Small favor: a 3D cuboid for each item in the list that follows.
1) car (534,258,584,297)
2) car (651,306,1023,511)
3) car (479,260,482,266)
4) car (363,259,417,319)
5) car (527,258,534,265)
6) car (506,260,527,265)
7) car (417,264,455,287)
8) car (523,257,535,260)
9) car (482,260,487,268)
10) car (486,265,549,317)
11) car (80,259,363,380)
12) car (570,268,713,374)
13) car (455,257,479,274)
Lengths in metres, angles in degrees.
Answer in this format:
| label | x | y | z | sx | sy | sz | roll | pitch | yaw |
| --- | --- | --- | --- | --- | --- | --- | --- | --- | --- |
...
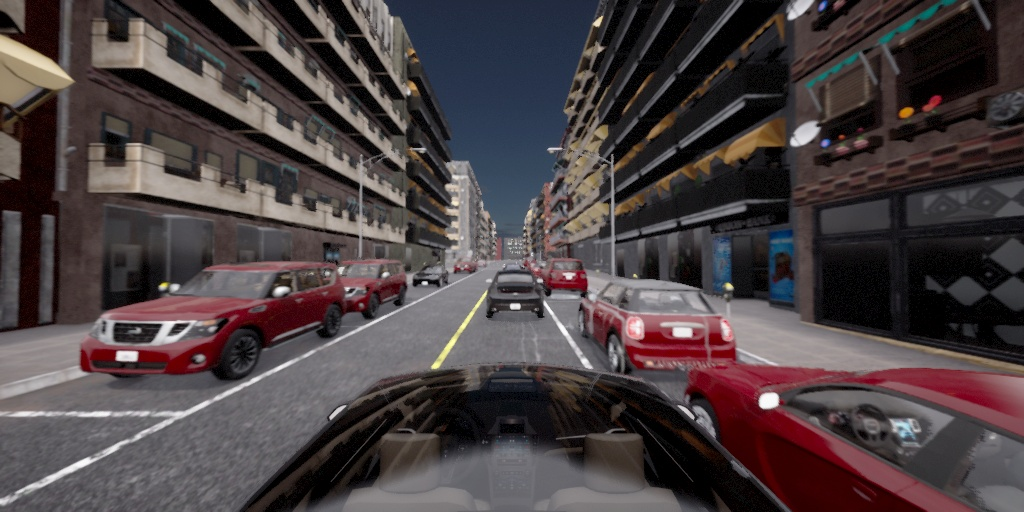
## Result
| label | x | y | z | sx | sy | sz | roll | pitch | yaw |
| --- | --- | --- | --- | --- | --- | --- | --- | --- | --- |
| car | 2.533 | 1.040 | 18.452 | 2.192 | 1.841 | 5.009 | 0 | 0 | 0 |
| car | 2.568 | 1.295 | 1.859 | 1.888 | 1.381 | 4.507 | 0 | 0 | 0 |
| car | -5.317 | 1.265 | 46.163 | 1.888 | 1.381 | 4.507 | 0 | 0 | 0 |
| car | -5.315 | 1.047 | 12.981 | 2.192 | 1.841 | 5.009 | 0 | 0 | 0 |
| car | 2.532 | 1.158 | 29.515 | 1.967 | 1.591 | 4.097 | 0 | 0 | 0 |
| car | 0.099 | 1.281 | 30.499 | 1.994 | 1.385 | 4.181 | 0 | 0 | 0 |
| car | -5.315 | 1.286 | 24.043 | 1.948 | 1.339 | 4.313 | 0 | 0 | 0 |
| car | 2.531 | 1.040 | 51.639 | 2.192 | 1.841 | 5.009 | 0 | 0 | 0 |
| car | -5.318 | 1.322 | 62.756 | 1.802 | 1.307 | 4.207 | 0 | 0 | 0 |
| car | 0.099 | 1.238 | 13.046 | 1.837 | 1.490 | 4.892 | 0 | 0 | 0 |
| car | -5.315 | 1.055 | 7.451 | 2.192 | 1.841 | 5.009 | 0 | 0 | 0 |
| car | 2.575 | 1.181 | 7.391 | 1.967 | 1.591 | 4.097 | 0 | 0 | 0 |
| car | -5.316 | 1.032 | 40.632 | 2.192 | 1.841 | 5.009 | 0 | 0 | 0 |
